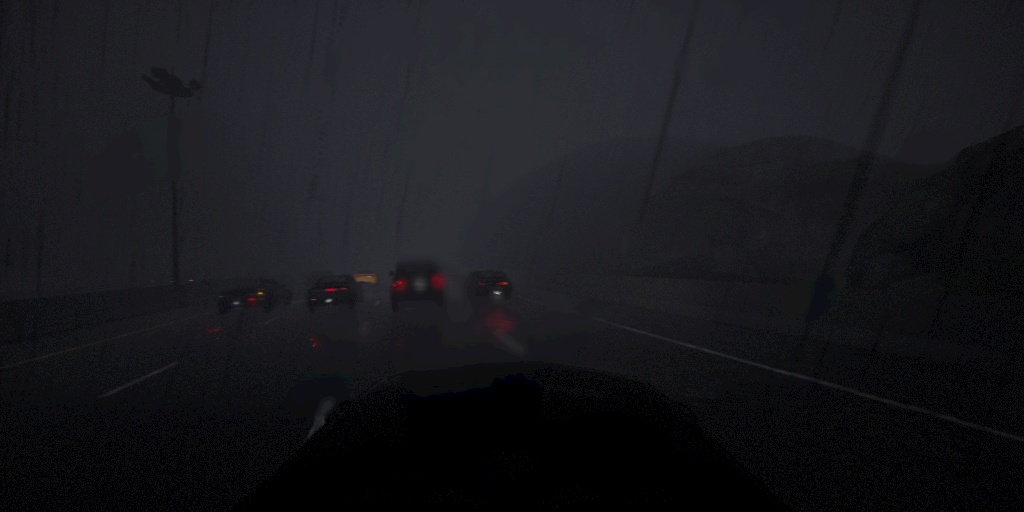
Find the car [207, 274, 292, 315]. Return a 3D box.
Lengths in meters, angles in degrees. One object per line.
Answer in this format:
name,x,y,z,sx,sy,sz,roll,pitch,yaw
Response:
car,-11.718,1.764,16.568,1.812,1.442,4.674,-1,-1,-18

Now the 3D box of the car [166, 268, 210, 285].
car,-38.988,2.516,43.862,2.150,2.045,5.566,-1,-1,-17

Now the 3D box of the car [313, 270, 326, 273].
car,-16.476,2.010,31.440,1.882,1.535,5.008,-1,-1,-18

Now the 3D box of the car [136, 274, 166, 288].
car,-42.320,2.854,42.825,1.882,1.535,5.008,-1,-1,-17

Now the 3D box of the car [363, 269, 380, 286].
car,-13.145,1.929,32.512,1.882,1.535,5.008,-1,-1,-18

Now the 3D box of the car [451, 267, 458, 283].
car,-6.024,1.753,33.194,2.128,1.511,4.902,-1,-1,-17

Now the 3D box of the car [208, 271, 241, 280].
car,-35.743,2.820,45.223,1.895,1.301,4.718,-1,-1,-17

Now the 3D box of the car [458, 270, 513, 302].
car,-1.365,1.478,18.638,1.837,1.490,4.892,-1,-1,-17

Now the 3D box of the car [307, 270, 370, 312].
car,-8.107,1.632,16.749,2.128,1.511,4.902,-1,-1,-17

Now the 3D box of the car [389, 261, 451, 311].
car,-4.410,1.259,16.632,2.150,2.045,5.566,-1,0,-17

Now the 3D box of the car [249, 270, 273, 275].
car,-32.353,2.612,46.089,1.882,1.535,5.008,-1,-1,-17
